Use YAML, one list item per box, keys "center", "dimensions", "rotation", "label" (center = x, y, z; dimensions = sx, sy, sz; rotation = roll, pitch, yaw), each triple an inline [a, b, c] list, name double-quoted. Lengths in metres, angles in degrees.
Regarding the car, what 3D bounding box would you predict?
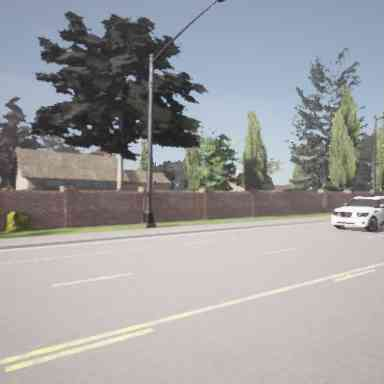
- center: [10.890, 1.264, 20.358]
  dimensions: [5.566, 2.045, 2.150]
  rotation: [0, 0, -35]
  label: "car"
